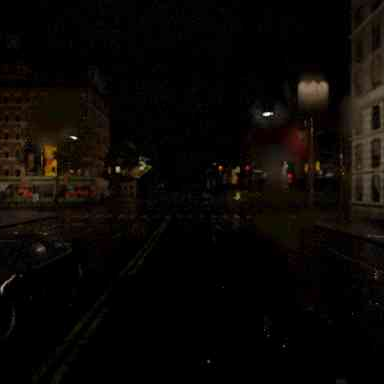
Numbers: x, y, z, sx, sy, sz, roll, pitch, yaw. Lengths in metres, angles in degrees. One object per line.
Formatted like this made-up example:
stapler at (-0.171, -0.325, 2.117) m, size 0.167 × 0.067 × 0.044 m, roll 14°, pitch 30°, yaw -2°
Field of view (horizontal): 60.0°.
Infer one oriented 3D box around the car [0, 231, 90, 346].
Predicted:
car at (-3.602, 1.527, 6.527) m, size 2.033 × 1.411 × 5.357 m, roll 0°, pitch 0°, yaw 0°

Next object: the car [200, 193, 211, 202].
car at (2.874, 1.028, 71.028) m, size 2.097 × 1.767 × 4.553 m, roll 0°, pitch 0°, yaw -1°

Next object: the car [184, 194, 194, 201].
car at (-0.626, 1.197, 70.992) m, size 1.812 × 1.442 × 4.674 m, roll 0°, pitch 0°, yaw -1°
